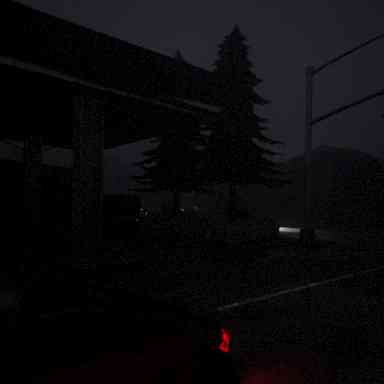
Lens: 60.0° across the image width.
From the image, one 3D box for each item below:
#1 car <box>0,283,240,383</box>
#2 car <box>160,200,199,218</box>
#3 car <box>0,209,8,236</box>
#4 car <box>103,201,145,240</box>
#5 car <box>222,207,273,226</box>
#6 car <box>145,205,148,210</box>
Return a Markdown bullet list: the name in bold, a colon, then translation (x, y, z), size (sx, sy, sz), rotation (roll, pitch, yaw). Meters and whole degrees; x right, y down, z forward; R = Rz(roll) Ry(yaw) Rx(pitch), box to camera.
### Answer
- **car**: translation (-1.588, 1.617, 2.881), size (4.181, 1.385, 1.994), rotation (1, -2, -36)
- **car**: translation (-1.318, 1.562, 32.668), size (2.097, 1.767, 4.553), rotation (1, 0, -36)
- **car**: translation (-11.650, 1.522, 18.481), size (2.242, 1.667, 4.611), rotation (1, 0, -36)
- **car**: translation (-4.518, 1.454, 18.299), size (1.905, 1.878, 3.866), rotation (1, 0, -36)
- **car**: translation (4.101, 1.837, 25.029), size (1.994, 1.385, 4.181), rotation (1, 0, -35)
- **car**: translation (-7.467, 1.686, 41.333), size (2.033, 1.411, 5.357), rotation (1, 0, -35)
